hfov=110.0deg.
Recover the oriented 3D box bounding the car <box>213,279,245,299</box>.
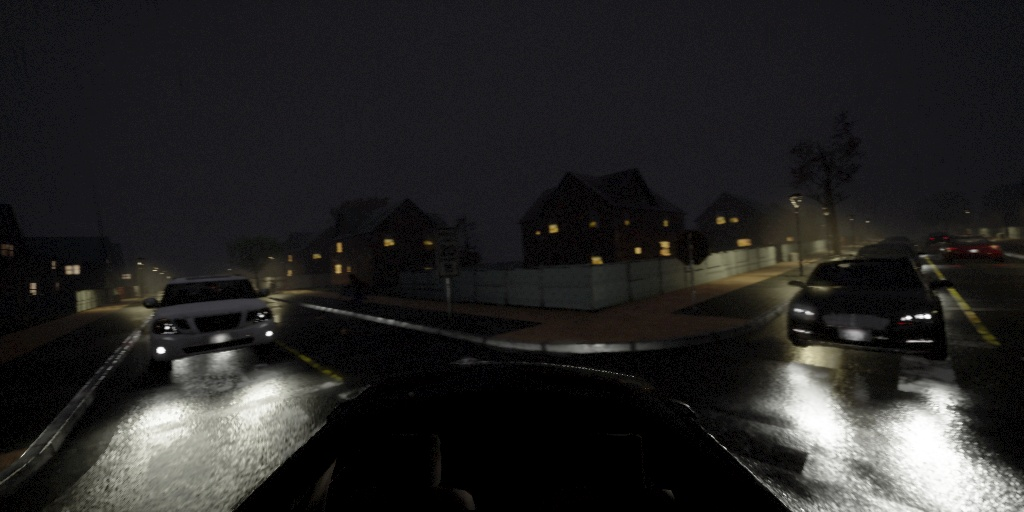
[{"bbox_3d":[-28.783,3.277,36.410,2.097,1.767,4.553,-3,-1,-43],"label":"car"}]

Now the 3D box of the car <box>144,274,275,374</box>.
[{"bbox_3d":[-8.128,1.549,9.681,2.150,2.045,5.566,-3,-1,-43],"label":"car"}]

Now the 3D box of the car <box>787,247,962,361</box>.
[{"bbox_3d":[6.857,0.781,6.967,4.902,1.511,2.128,-4,0,-42],"label":"car"}]

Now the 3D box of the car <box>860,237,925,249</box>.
[{"bbox_3d":[14.835,0.239,14.257,5.008,1.535,1.882,-4,0,-42],"label":"car"}]

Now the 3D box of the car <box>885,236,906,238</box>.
[{"bbox_3d":[23.696,-0.301,22.351,4.674,1.442,1.812,-3,0,-42],"label":"car"}]

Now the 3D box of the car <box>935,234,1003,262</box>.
[{"bbox_3d":[25.670,-0.408,20.173,4.181,1.385,1.994,-4,0,-42],"label":"car"}]

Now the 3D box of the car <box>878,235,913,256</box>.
[{"bbox_3d":[32.595,-0.909,30.432,4.892,1.490,1.837,-3,-1,-42],"label":"car"}]

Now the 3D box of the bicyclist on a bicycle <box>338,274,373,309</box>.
[{"bbox_3d":[-7.550,1.673,17.296,1.656,1.620,0.582,-2,-2,-43],"label":"bicyclist on a bicycle"}]

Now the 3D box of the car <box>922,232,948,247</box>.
[{"bbox_3d":[45.538,-1.776,38.346,4.892,1.490,1.837,-4,0,-42],"label":"car"}]

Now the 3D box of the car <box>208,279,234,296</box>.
[{"bbox_3d":[-35.720,3.828,43.928,2.097,1.767,4.553,-3,-1,-43],"label":"car"}]
